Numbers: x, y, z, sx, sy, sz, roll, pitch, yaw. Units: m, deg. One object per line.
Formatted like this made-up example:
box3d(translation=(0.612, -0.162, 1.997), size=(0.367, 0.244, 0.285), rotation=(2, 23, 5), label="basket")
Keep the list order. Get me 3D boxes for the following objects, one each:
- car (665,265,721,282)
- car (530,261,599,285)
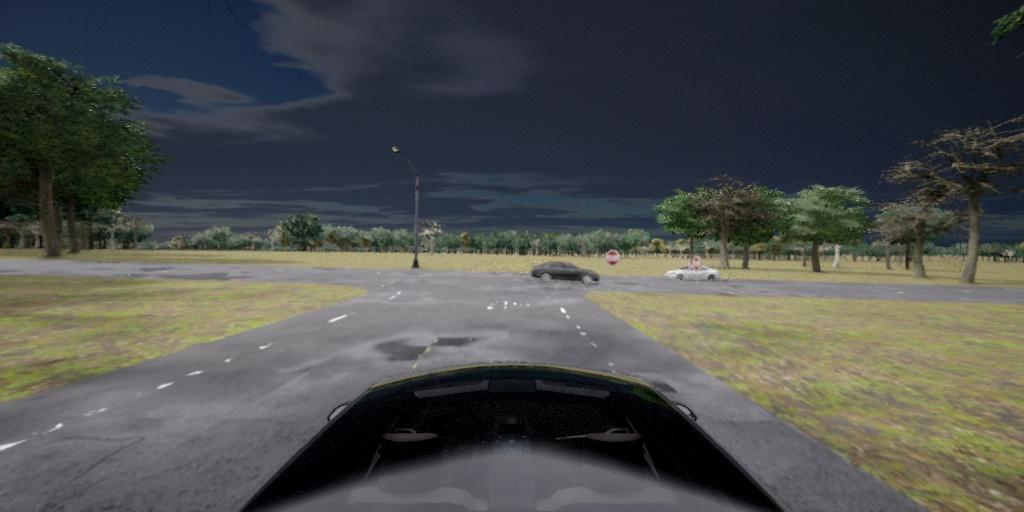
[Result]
box3d(translation=(16.371, 1.548, 32.552), size=(4.674, 1.442, 1.812), rotation=(1, 2, 0), label="car")
box3d(translation=(3.753, 1.169, 25.625), size=(4.892, 1.490, 1.837), rotation=(3, 1, 0), label="car")
